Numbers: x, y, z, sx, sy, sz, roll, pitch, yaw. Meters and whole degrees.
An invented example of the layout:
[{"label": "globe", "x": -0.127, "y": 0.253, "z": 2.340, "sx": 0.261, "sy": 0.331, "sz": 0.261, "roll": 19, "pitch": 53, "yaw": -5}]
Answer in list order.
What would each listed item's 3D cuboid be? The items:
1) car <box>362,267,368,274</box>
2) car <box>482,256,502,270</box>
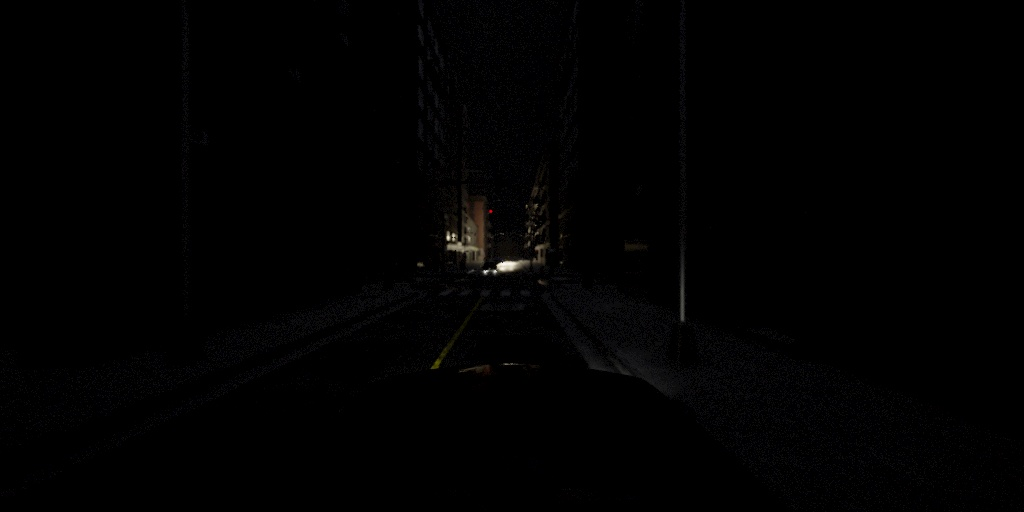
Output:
[{"label": "car", "x": -15.254, "y": 1.149, "z": 31.412, "sx": 4.829, "sy": 1.417, "sz": 1.751, "roll": 0, "pitch": 0, "yaw": 0}, {"label": "car", "x": -2.757, "y": 1.108, "z": 46.747, "sx": 2.033, "sy": 1.411, "sz": 5.357, "roll": 0, "pitch": 1, "yaw": 0}]
